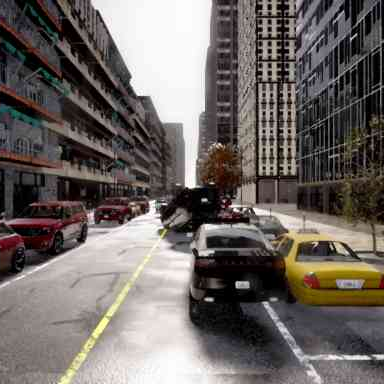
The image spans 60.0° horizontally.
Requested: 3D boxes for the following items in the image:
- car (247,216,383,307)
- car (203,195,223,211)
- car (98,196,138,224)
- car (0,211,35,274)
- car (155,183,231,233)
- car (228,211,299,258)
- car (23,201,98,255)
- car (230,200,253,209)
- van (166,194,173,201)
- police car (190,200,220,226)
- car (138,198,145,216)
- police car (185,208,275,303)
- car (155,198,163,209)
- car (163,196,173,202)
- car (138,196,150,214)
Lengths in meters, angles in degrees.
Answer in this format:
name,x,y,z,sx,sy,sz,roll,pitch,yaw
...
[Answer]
name,x,y,z,sx,sy,sz,roll,pitch,yaw
car,2.677,1.528,7.961,1.752,1.417,4.829,0,0,0
car,2.601,1.360,41.771,2.192,1.841,5.009,0,0,0
car,-5.739,1.331,24.762,2.192,1.841,5.009,0,0,0
car,-5.702,1.443,7.772,1.967,1.590,4.097,0,0,0
car,-0.192,1.208,18.368,2.150,2.045,5.566,-2,-19,-19
car,2.664,1.573,13.455,1.947,1.339,4.313,0,0,0
car,-5.714,1.322,13.436,2.192,1.841,5.009,0,0,0
car,2.652,1.451,19.118,1.967,1.590,4.097,0,0,0
van,-5.882,1.539,87.060,1.690,1.788,3.998,0,0,0
police car,0.845,1.441,24.426,1.930,1.638,5.238,0,0,0
car,-5.753,1.549,30.256,1.752,1.417,4.829,0,0,0
police car,0.881,1.429,8.426,1.930,1.638,5.238,0,0,0
car,-3.185,1.638,38.558,1.895,1.301,4.718,0,0,0
car,-5.869,1.739,81.394,1.947,1.339,4.313,0,0,0
car,-5.766,1.348,36.090,2.192,1.841,5.009,0,0,0
